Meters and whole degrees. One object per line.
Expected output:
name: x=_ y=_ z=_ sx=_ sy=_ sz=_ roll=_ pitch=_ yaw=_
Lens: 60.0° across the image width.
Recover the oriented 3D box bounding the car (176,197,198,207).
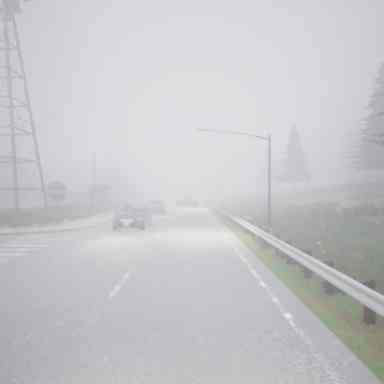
car: x=-0.815 y=1.523 z=52.674 sx=2.128 sy=1.511 sz=4.902 roll=0 pitch=0 yaw=-29

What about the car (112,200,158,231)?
car: x=-3.613 y=1.504 z=20.727 sx=2.128 sy=1.511 sz=4.902 roll=0 pitch=0 yaw=0

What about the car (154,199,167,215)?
car: x=-3.592 y=1.524 z=33.943 sx=1.837 sy=1.490 sz=4.892 roll=0 pitch=0 yaw=0
